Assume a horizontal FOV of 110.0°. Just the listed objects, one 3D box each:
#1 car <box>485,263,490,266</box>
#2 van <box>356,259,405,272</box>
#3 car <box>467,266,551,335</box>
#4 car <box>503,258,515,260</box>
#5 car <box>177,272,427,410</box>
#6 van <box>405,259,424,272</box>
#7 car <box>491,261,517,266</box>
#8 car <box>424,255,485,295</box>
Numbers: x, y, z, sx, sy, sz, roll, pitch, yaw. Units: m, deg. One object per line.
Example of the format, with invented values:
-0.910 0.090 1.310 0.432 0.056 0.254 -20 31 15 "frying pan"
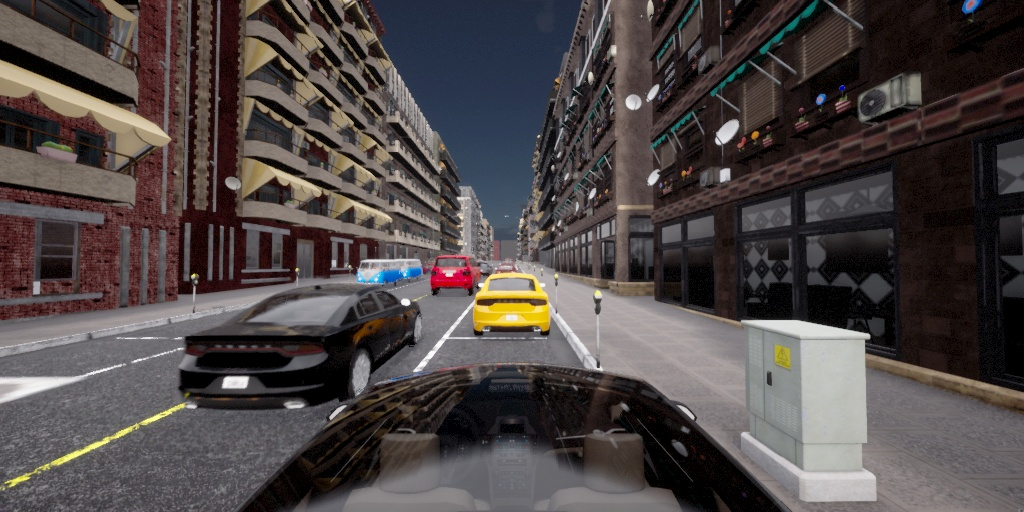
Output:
-2.974 1.358 36.251 1.994 1.385 4.181 0 0 1 "car"
-8.335 1.108 22.603 1.690 1.789 3.998 0 0 0 "van"
-0.006 1.232 10.503 1.882 1.535 5.008 0 0 0 "car"
-0.445 1.240 39.134 1.967 1.591 4.097 0 0 0 "car"
-3.020 1.230 6.377 1.882 1.535 5.008 0 0 0 "car"
-8.335 1.118 28.134 1.690 1.789 3.998 0 0 0 "van"
-0.452 1.322 28.072 1.888 1.381 4.507 0 0 0 "car"
-2.985 0.987 19.950 2.150 2.045 5.566 0 0 1 "car"
